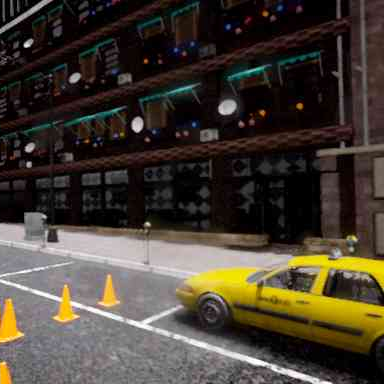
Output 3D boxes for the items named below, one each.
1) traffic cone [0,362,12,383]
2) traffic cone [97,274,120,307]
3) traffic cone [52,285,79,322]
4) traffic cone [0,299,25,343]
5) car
[{"bbox_3d":[-1.850,1.978,3.273,0.340,0.580,0.340,0,0,36],"label":"traffic cone"},{"bbox_3d":[-1.717,2.004,6.875,0.340,0.580,0.340,0,0,36],"label":"traffic cone"},{"bbox_3d":[-2.302,1.998,6.064,0.340,0.580,0.340,0,0,36],"label":"traffic cone"},{"bbox_3d":[-2.887,1.992,5.254,0.340,0.580,0.340,0,0,36],"label":"traffic cone"},{"bbox_3d":[1.939,1.563,5.170,4.829,1.417,1.752,0,-2,36],"label":"car"}]
